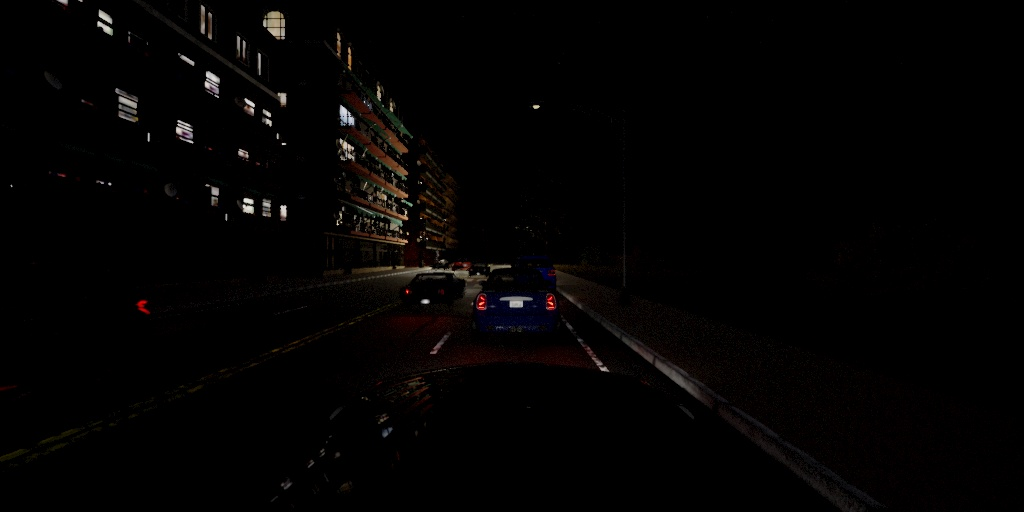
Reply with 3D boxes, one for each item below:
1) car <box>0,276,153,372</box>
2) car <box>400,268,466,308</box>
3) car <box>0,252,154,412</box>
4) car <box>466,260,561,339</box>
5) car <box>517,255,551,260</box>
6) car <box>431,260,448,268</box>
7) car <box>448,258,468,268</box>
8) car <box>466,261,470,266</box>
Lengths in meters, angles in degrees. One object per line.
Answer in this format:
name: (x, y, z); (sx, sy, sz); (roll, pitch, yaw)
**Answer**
car: (-9.852, 1.242, 6.336); (2.128, 1.511, 4.902); (0, 0, 0)
car: (-3.152, 1.352, 15.276); (1.895, 1.301, 4.718); (0, 0, 0)
car: (-6.603, 0.972, 3.161); (2.150, 2.045, 5.566); (0, 0, 0)
car: (0.097, 1.103, 10.193); (2.097, 1.767, 4.553); (0, 0, 0)
car: (1.136, 0.977, 19.768); (2.150, 2.045, 5.566); (0, 0, 0)
car: (-9.844, 1.242, 49.716); (2.128, 1.511, 4.902); (0, 0, 0)
car: (-6.597, 1.103, 46.519); (2.097, 1.767, 4.553); (0, 0, 0)
car: (-3.147, 1.353, 35.809); (1.895, 1.301, 4.718); (0, 0, 0)
